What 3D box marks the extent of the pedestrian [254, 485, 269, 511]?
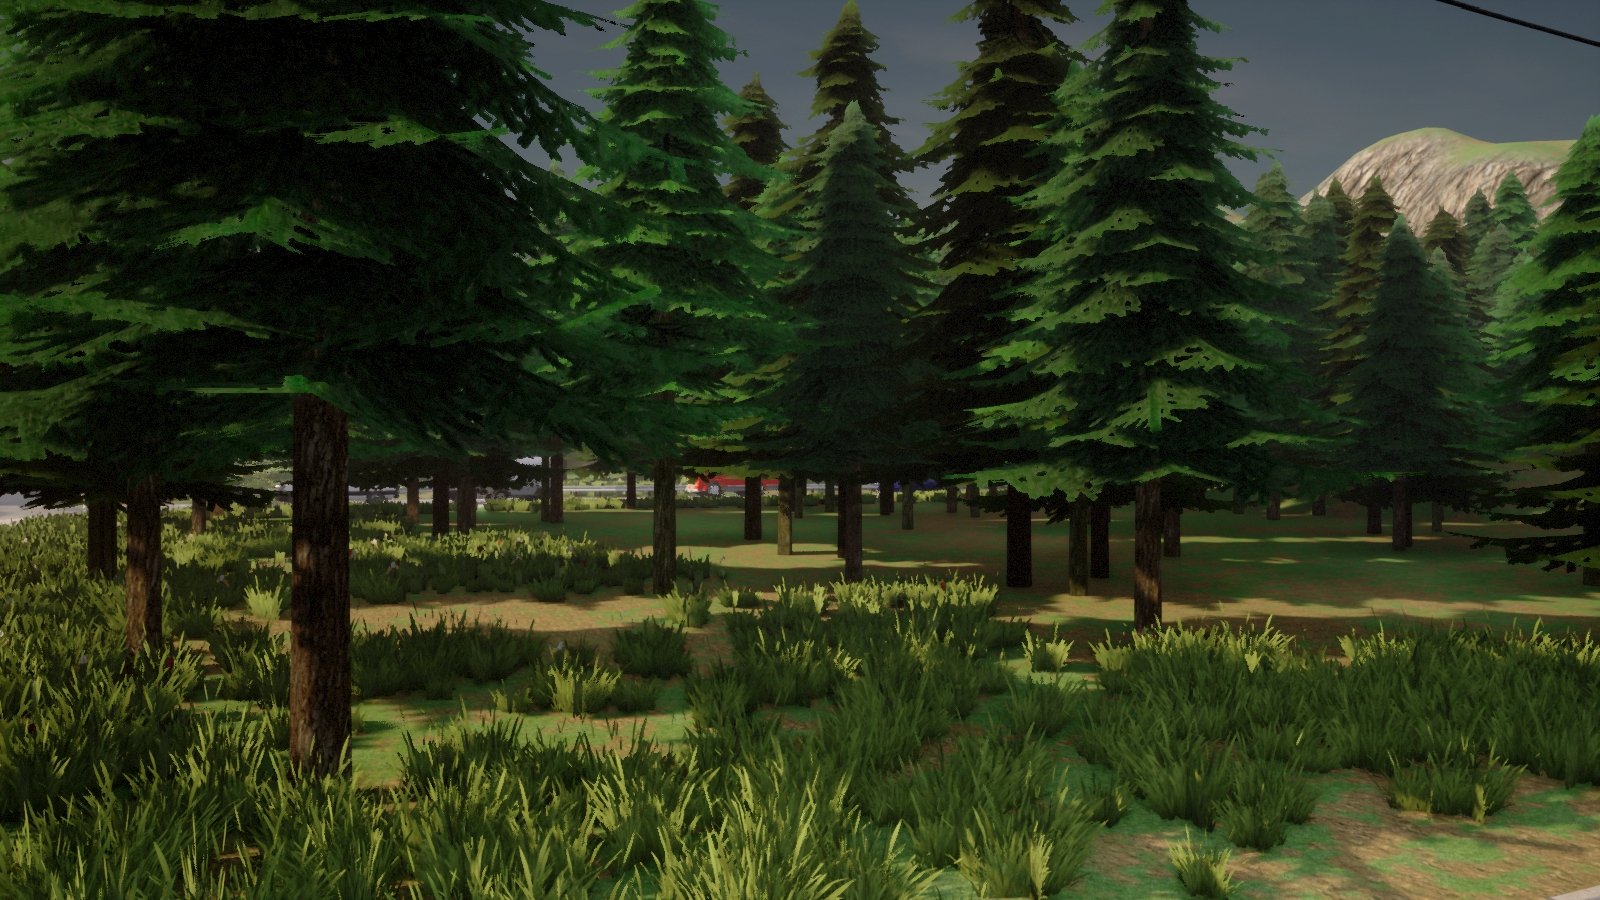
[{"bbox_3d":[-23.218,2.050,49.260,0.500,1.100,0.500,0,0,-10],"label":"pedestrian"}]
